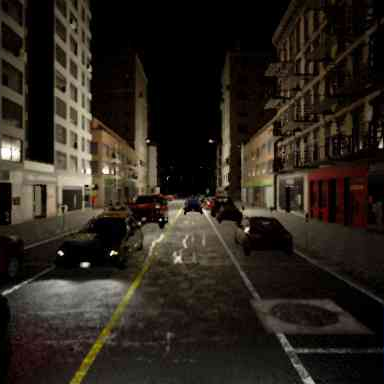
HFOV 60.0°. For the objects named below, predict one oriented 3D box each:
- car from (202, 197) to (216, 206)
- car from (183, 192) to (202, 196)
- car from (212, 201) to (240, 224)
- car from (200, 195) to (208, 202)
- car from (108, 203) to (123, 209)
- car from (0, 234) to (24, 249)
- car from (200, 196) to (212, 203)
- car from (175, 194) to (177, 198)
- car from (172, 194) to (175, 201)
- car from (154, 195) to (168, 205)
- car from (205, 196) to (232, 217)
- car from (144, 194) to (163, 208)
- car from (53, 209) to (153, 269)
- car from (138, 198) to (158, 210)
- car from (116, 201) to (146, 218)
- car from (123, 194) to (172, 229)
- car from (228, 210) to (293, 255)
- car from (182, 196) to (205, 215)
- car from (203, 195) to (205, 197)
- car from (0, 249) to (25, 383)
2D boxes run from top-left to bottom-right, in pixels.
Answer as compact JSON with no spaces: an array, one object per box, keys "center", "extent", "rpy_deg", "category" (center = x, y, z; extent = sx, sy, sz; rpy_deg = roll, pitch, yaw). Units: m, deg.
[{"center":[2.656,1.453,52.642],"extent":[2.008,1.369,4.403],"rpy_deg":[0,0,0],"category":"car"},{"center":[0.114,1.263,48.154],"extent":[2.097,1.767,4.553],"rpy_deg":[0,0,1],"category":"car"},{"center":[2.646,1.544,24.236],"extent":[1.802,1.307,4.206],"rpy_deg":[0,0,0],"category":"car"},{"center":[2.665,1.378,75.537],"extent":[1.752,1.417,4.829],"rpy_deg":[0,0,0],"category":"car"},{"center":[-5.379,1.487,24.063],"extent":[1.752,1.417,4.829],"rpy_deg":[0,0,0],"category":"car"},{"center":[-5.385,1.534,7.187],"extent":[1.887,1.381,4.507],"rpy_deg":[0,0,0],"category":"car"},{"center":[2.660,1.444,64.005],"extent":[1.947,1.339,4.313],"rpy_deg":[0,0,0],"category":"car"},{"center":[-5.358,1.390,81.050],"extent":[2.008,1.369,4.403],"rpy_deg":[0,0,0],"category":"car"},{"center":[-5.360,1.434,75.369],"extent":[1.802,1.307,4.206],"rpy_deg":[0,0,0],"category":"car"},{"center":[-5.367,1.330,58.323],"extent":[1.967,1.590,4.097],"rpy_deg":[0,0,0],"category":"car"},{"center":[2.649,1.265,29.917],"extent":[2.192,1.841,5.009],"rpy_deg":[0,0,0],"category":"car"},{"center":[-5.371,1.229,46.959],"extent":[2.192,1.841,5.009],"rpy_deg":[0,0,0],"category":"car"},{"center":[-2.793,1.531,11.419],"extent":[2.033,1.411,5.357],"rpy_deg":[0,0,1],"category":"car"},{"center":[-5.373,1.492,41.278],"extent":[1.947,1.339,4.313],"rpy_deg":[0,0,0],"category":"car"},{"center":[-5.377,1.516,29.915],"extent":[1.947,1.339,4.313],"rpy_deg":[0,0,0],"category":"car"},{"center":[-2.742,1.187,21.930],"extent":[2.150,2.045,5.566],"rpy_deg":[0,0,0],"category":"car"},{"center":[2.642,1.564,12.873],"extent":[1.802,1.307,4.206],"rpy_deg":[0,0,0],"category":"car"},{"center":[0.111,1.469,33.333],"extent":[1.812,1.442,4.674],"rpy_deg":[0,0,0],"category":"car"},{"center":[2.652,1.366,41.280],"extent":[1.967,1.590,4.097],"rpy_deg":[0,0,0],"category":"car"},{"center":[-2.835,1.476,1.466],"extent":[1.882,1.535,5.008],"rpy_deg":[0,0,0],"category":"car"}]
